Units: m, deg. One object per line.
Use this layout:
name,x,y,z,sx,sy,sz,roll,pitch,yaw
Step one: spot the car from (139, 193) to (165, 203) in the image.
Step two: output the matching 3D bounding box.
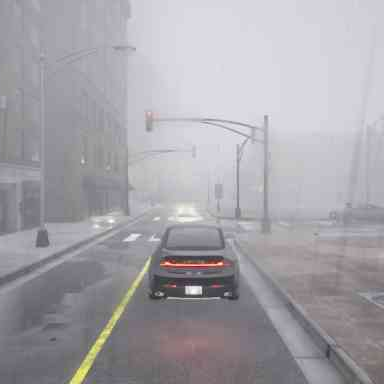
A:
car,-8.402,1.286,70.028,5.566,2.045,2.150,0,0,9

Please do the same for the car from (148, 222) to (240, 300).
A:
car,0.058,1.504,8.358,1.837,1.490,4.892,0,0,1

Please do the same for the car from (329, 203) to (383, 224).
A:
car,12.061,1.512,23.748,4.181,1.385,1.994,0,0,0
